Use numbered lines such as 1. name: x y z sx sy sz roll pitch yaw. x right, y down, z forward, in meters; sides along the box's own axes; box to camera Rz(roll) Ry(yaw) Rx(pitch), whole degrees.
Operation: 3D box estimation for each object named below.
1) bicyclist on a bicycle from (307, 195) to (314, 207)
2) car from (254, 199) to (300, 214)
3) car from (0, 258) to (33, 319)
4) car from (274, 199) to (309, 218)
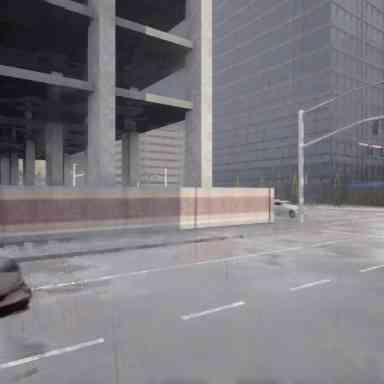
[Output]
1. bicyclist on a bicycle: 16.506 1.301 46.158 1.656 1.620 0.582 0 0 -36
2. car: 9.094 1.526 35.972 1.812 1.442 4.674 0 0 -36
3. car: -5.209 1.547 4.570 5.357 1.411 2.033 0 0 -35
4. car: 8.517 1.526 30.801 1.812 1.442 4.674 0 0 -36
